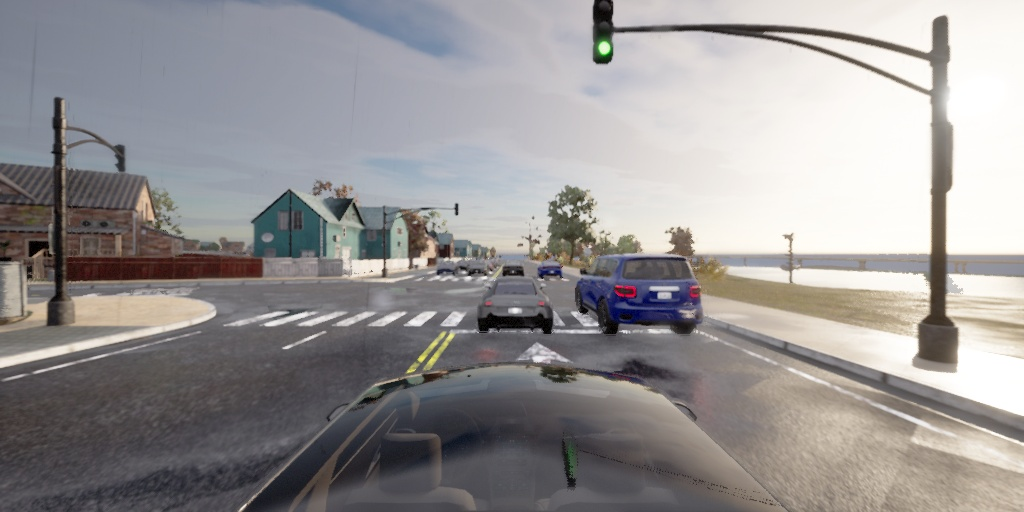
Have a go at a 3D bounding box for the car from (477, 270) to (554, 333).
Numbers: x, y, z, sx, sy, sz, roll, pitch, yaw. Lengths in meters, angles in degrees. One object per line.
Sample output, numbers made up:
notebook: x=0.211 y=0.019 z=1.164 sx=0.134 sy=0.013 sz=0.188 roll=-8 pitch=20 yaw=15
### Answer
car: x=0.098 y=1.294 z=10.732 sx=1.994 sy=1.385 sz=4.181 roll=0 pitch=0 yaw=1

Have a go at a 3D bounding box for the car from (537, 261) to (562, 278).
car: x=3.347 y=1.171 z=32.460 sx=1.882 sy=1.535 sz=5.008 roll=0 pitch=0 yaw=0

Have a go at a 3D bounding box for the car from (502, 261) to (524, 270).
car: x=0.097 y=1.170 z=32.994 sx=1.882 sy=1.535 sz=5.008 roll=0 pitch=0 yaw=0

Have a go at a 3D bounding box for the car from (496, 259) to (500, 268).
car: x=-3.268 y=1.161 z=54.864 sx=2.128 sy=1.511 sz=4.902 roll=0 pitch=0 yaw=0

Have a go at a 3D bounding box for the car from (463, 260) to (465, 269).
car: x=-6.576 y=1.223 z=47.593 sx=2.033 sy=1.411 sz=5.357 roll=0 pitch=0 yaw=0

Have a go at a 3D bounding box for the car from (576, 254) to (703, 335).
car: x=3.348 y=0.952 z=10.550 sx=2.150 sy=2.045 sz=5.566 roll=0 pitch=0 yaw=0

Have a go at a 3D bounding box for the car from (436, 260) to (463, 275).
car: x=-6.622 y=1.235 z=37.399 sx=2.033 sy=1.411 sz=5.357 roll=0 pitch=0 yaw=-2

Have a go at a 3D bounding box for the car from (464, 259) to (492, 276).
car: x=-3.343 y=1.193 z=36.315 sx=1.837 sy=1.490 sz=4.892 roll=0 pitch=0 yaw=0

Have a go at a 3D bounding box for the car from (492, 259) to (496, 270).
car: x=-3.332 y=1.204 z=45.578 sx=1.812 sy=1.442 sz=4.674 roll=0 pitch=0 yaw=0
